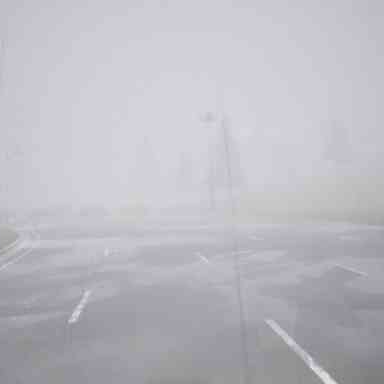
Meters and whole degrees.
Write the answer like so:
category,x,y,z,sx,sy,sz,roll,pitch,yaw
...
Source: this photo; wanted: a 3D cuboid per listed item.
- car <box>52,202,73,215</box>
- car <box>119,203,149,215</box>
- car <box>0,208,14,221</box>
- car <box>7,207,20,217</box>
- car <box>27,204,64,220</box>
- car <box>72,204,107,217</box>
category,x,y,z,sx,sy,sz,roll,pitch,yaw
car,-21.827,2.772,53.760,5.566,2.045,2.150,-3,-1,24
car,-7.895,2.286,44.566,5.008,1.535,1.882,-3,-1,44
car,-27.026,3.251,44.467,5.357,1.411,2.033,-3,-1,23
car,-29.763,3.266,52.858,4.553,1.767,2.097,-3,-1,16
car,-20.080,2.872,44.633,4.902,1.511,2.128,-3,-1,32
car,-13.435,2.419,44.594,4.553,1.767,2.097,-3,-1,39
